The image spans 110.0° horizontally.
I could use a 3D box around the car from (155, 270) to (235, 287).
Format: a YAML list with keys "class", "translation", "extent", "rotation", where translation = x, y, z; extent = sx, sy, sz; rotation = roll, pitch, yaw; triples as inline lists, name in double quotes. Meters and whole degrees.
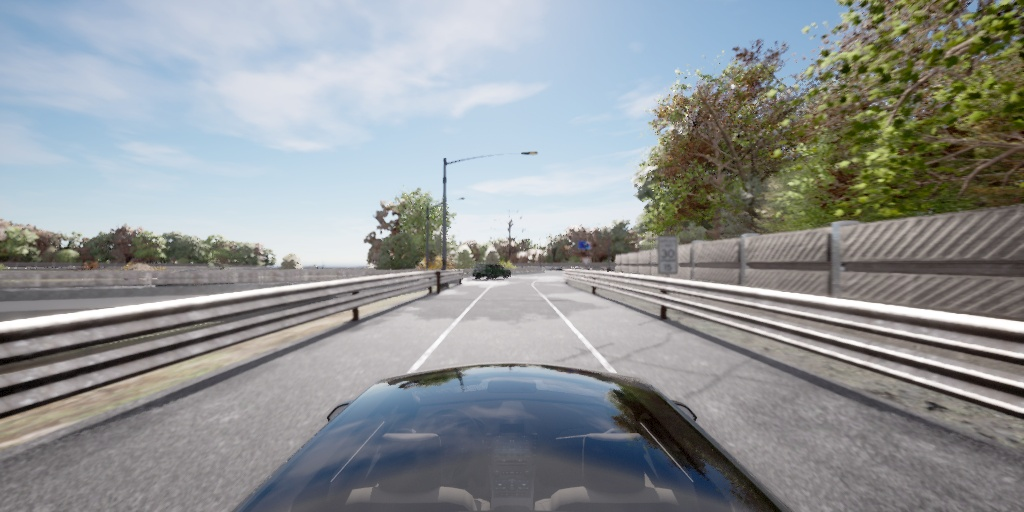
- class: "car"
  translation: [-21.986, 1.682, 25.084]
  extent: [4.181, 1.385, 1.994]
  rotation: [1, -2, -40]

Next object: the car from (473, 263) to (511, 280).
- class: "car"
  translation: [-2.486, 1.925, 44.987]
  extent: [2.150, 2.045, 5.566]
  rotation: [-1, -2, 38]
